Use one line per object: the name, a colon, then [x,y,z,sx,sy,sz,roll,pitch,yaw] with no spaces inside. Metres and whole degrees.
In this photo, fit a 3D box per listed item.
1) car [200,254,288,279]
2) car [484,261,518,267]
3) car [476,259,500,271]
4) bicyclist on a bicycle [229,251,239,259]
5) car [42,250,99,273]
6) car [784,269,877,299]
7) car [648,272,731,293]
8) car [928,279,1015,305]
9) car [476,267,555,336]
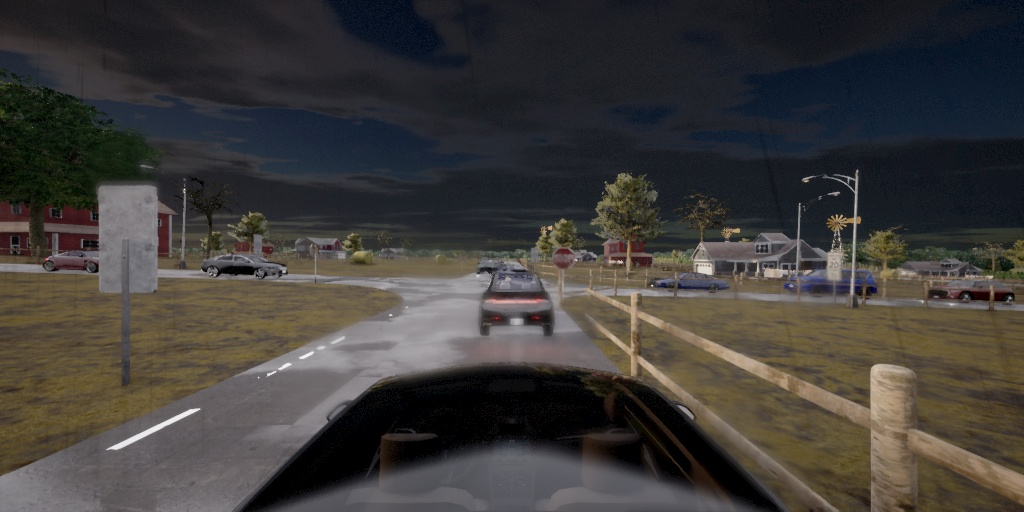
car: [-17.100,0.645,23.068,4.902,1.511,2.128,2,0,0]
car: [-0.077,1.373,27.875,1.994,1.385,4.181,1,0,-32]
car: [-2.786,1.135,40.342,2.097,1.767,4.553,0,0,0]
bicyclist on a bicycle: [-22.577,0.419,29.056,0.582,1.620,1.656,2,0,0]
car: [-27.149,0.345,23.073,4.181,1.385,1.994,2,0,0]
car: [23.053,1.943,26.007,5.566,2.045,2.150,2,0,0]
car: [12.783,1.860,25.972,5.357,1.411,2.033,2,0,-1]
car: [33.060,2.483,25.996,4.553,1.767,2.097,2,0,0]
car: [0.111,1.246,10.383,2.128,1.511,4.902,0,0,0]
